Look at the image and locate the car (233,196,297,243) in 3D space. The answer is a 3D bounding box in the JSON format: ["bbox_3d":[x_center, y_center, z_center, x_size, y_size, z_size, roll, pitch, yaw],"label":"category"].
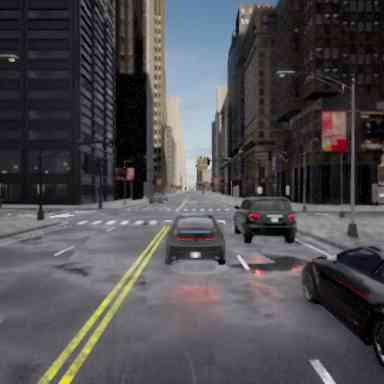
[{"bbox_3d":[3.354,1.221,16.142,2.150,2.045,5.566,0,0,0],"label":"car"}]

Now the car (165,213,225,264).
[{"bbox_3d":[0.102,1.505,11.773,1.837,1.490,4.892,0,0,0],"label":"car"}]

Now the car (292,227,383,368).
[{"bbox_3d":[3.351,1.565,5.540,1.994,1.385,4.181,0,0,0],"label":"car"}]

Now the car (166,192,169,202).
[{"bbox_3d":[-6.477,1.393,75.931,1.837,1.490,4.892,0,0,0],"label":"car"}]

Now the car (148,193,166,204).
[{"bbox_3d":[-6.520,1.150,60.436,2.150,2.045,5.566,0,0,1],"label":"car"}]
